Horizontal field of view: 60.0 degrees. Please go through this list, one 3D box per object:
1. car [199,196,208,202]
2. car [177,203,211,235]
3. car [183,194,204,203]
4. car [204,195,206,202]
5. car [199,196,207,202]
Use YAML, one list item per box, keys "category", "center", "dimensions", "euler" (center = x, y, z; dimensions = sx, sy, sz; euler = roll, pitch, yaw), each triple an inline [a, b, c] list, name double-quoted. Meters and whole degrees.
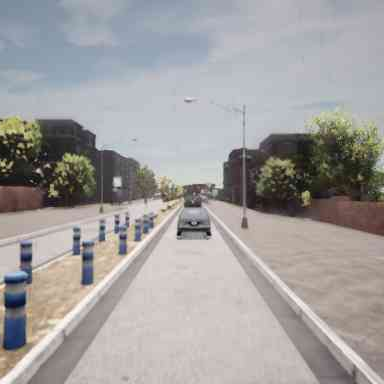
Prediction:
- category: "car"
  center: [2.998, 1.834, 87.564]
  dimensions: [2.231, 1.521, 4.892]
  euler: [0, 0, 0]
- category: "car"
  center: [0.094, 1.592, 19.018]
  dimensions: [2.033, 1.411, 5.357]
  euler: [0, 0, 0]
- category: "car"
  center: [0.100, 1.361, 42.659]
  dimensions: [2.150, 2.045, 5.566]
  euler: [0, 0, 0]
- category: "car"
  center: [2.998, 1.814, 81.917]
  dimensions: [2.231, 1.521, 4.892]
  euler: [0, 0, 0]
- category: "car"
  center: [2.998, 1.881, 93.122]
  dimensions: [2.163, 1.488, 4.792]
  euler: [0, 0, 0]
